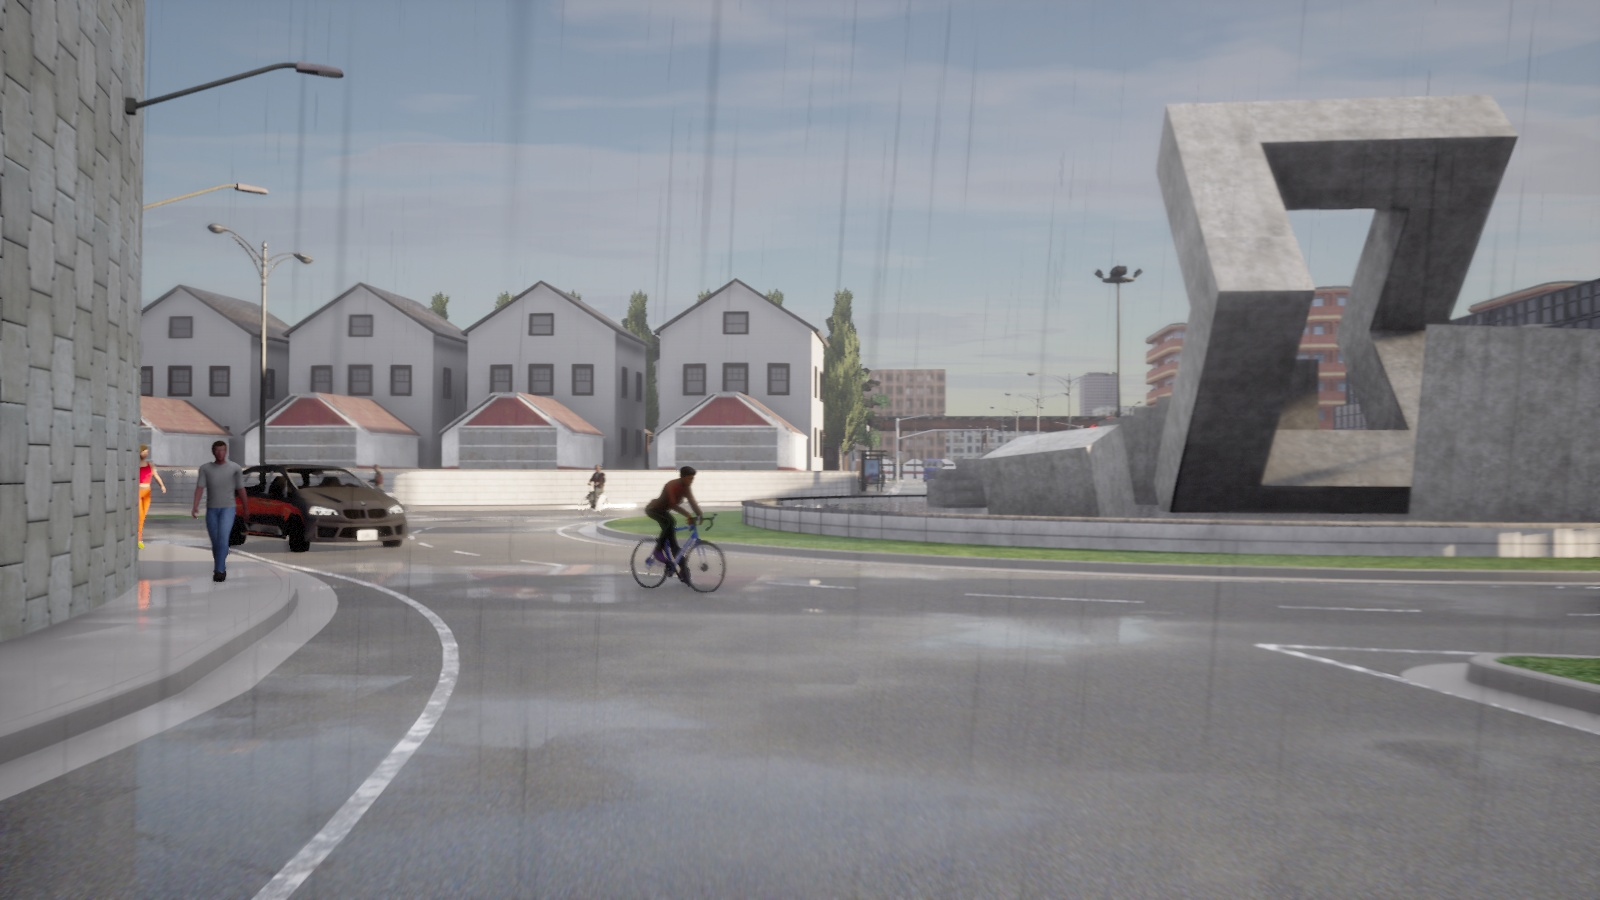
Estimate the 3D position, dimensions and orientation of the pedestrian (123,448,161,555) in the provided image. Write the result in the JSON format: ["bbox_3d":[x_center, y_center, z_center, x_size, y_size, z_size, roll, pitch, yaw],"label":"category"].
[{"bbox_3d":[-11.494,0.891,21.924,0.594,1.836,0.345,-1,-1,35],"label":"pedestrian"}]

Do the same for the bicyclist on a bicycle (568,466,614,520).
[{"bbox_3d":[-6.939,1.418,41.812,0.659,1.776,1.843,0,-1,20],"label":"bicyclist on a bicycle"}]

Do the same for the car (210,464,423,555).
[{"bbox_3d":[-9.819,1.130,25.354,4.611,1.667,2.242,-1,-1,43],"label":"car"}]

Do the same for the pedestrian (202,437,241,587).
[{"bbox_3d":[-7.264,0.768,15.781,0.354,1.836,0.706,0,-1,-18],"label":"pedestrian"}]

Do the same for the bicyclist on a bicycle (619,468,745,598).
[{"bbox_3d":[-1.548,1.048,16.347,1.656,1.620,0.582,-1,-2,36],"label":"bicyclist on a bicycle"}]
